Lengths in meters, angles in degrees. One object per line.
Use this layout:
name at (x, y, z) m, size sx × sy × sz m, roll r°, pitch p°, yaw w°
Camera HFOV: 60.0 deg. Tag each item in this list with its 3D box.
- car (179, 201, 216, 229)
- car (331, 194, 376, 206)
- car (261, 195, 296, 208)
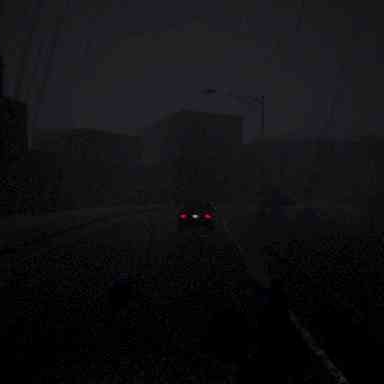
car at (0.353, 1.212, 19.012) m, size 2.033 × 1.411 × 5.357 m, roll 0°, pitch 1°, yaw 4°
car at (21.290, 1.023, 43.928) m, size 5.357 × 1.411 × 2.033 m, roll 1°, pitch 2°, yaw -3°
car at (9.518, 0.994, 36.262) m, size 4.181 × 1.385 × 1.994 m, roll 0°, pitch 1°, yaw -37°
